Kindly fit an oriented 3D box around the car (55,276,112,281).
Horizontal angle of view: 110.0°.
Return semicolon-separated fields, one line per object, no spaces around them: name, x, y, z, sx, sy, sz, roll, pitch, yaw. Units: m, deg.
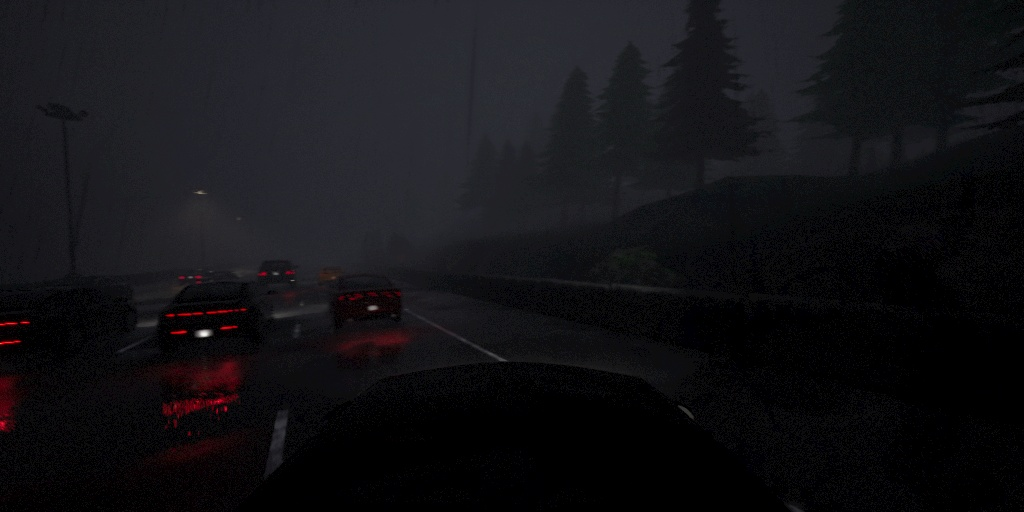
car;-19.694;1.690;16.673;2.128;1.511;4.902;-2;0;-29

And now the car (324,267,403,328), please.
car;-5.083;1.315;12.130;1.882;1.535;5.008;-2;0;-29

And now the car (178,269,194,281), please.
car;-28.942;1.905;33.081;2.033;1.411;5.357;-2;0;-29

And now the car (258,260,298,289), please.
car;-17.102;1.311;26.313;2.150;2.045;5.566;-2;0;-29

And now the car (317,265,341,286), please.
car;-14.562;1.490;28.945;1.882;1.535;5.008;-2;0;-29

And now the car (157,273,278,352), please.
car;-7.756;1.422;9.748;1.837;1.490;4.892;-2;0;-29

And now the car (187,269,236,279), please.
car;-20.403;1.728;25.061;2.033;1.411;5.357;-2;0;-29

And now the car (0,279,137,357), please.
car;-11.214;1.515;8.756;1.837;1.490;4.892;-2;0;-29
